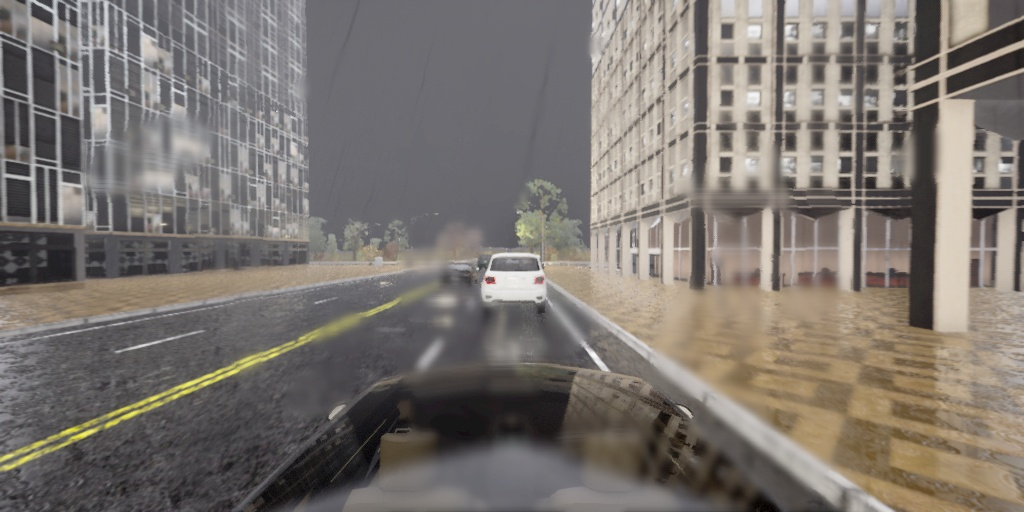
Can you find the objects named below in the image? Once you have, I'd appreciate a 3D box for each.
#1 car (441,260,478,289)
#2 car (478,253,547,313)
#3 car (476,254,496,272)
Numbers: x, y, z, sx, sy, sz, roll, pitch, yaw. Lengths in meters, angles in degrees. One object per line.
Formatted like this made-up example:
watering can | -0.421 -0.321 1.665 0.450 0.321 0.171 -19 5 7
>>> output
car | -3.153 1.151 22.456 1.882 1.535 5.008 0 0 0
car | 0.098 0.926 13.799 2.150 2.045 5.566 0 0 0
car | -3.156 0.796 45.106 2.150 2.045 5.566 0 0 0
